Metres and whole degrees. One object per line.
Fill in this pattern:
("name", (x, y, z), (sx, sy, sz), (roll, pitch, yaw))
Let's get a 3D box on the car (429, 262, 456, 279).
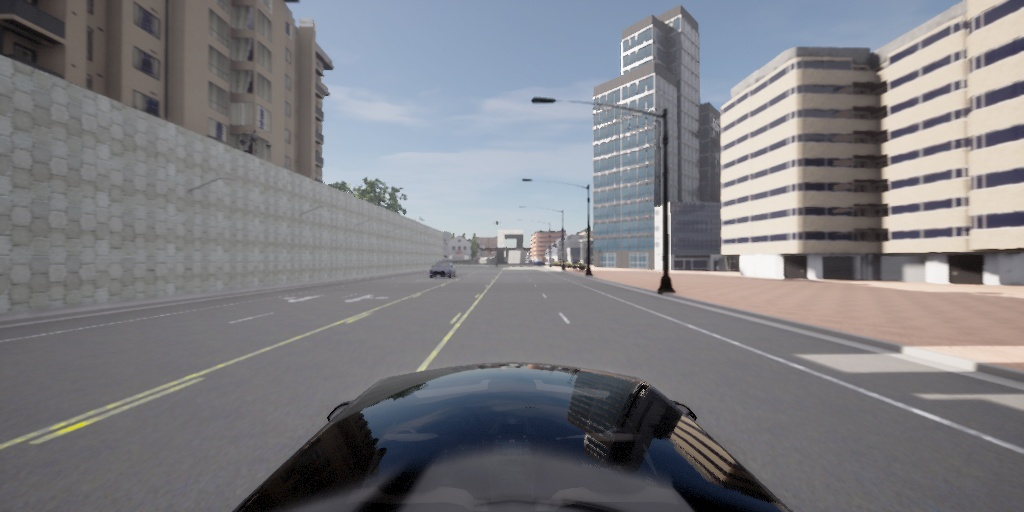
("car", (-7.006, 1.365, 36.526), (2.097, 1.767, 4.553), (0, -1, 0))
